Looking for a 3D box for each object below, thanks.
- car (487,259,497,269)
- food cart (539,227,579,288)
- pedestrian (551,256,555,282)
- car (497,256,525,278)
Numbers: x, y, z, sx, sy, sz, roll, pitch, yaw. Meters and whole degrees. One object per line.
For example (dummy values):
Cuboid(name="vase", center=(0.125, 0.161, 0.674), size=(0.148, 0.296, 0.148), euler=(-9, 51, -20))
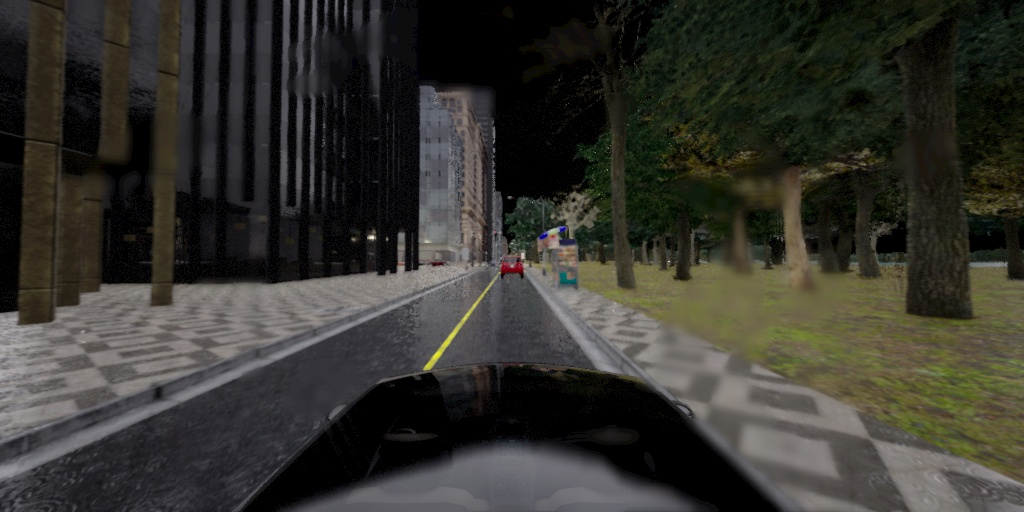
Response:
Cuboid(name="car", center=(-3.015, 1.420, 59.037), size=(2.033, 1.411, 5.357), euler=(0, 0, 0))
Cuboid(name="food cart", center=(3.130, 0.231, 21.792), size=(2.280, 3.560, 4.660), euler=(0, 0, 0))
Cuboid(name="pedestrian", center=(3.085, 0.913, 24.782), size=(0.375, 1.860, 0.375), euler=(2, -2, -10))
Cuboid(name="car", center=(0.030, 1.015, 34.529), size=(2.150, 2.045, 5.566), euler=(0, 0, 0))
